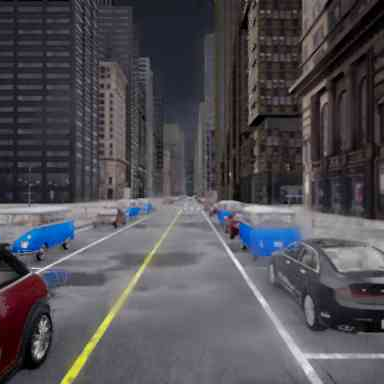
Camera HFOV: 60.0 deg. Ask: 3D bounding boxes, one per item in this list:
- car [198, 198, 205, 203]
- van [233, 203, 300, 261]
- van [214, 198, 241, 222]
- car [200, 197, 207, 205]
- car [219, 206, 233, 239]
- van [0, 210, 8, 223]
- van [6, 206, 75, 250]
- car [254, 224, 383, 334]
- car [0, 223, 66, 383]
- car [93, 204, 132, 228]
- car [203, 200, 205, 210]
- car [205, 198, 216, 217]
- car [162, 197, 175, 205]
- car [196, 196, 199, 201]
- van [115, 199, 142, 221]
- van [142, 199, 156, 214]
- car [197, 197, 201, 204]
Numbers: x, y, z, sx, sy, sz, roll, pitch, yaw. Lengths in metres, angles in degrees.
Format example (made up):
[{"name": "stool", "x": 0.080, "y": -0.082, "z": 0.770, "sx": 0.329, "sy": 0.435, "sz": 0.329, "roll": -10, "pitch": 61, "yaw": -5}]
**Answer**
[{"name": "car", "x": 2.628, "y": 2.371, "z": 90.419, "sx": 1.887, "sy": 1.381, "sz": 4.507, "roll": 0, "pitch": -1, "yaw": 0}, {"name": "van", "x": 2.745, "y": 1.450, "z": 12.464, "sx": 1.690, "sy": 1.788, "sz": 3.998, "roll": 0, "pitch": -1, "yaw": 0}, {"name": "van", "x": 2.728, "y": 1.552, "z": 23.818, "sx": 1.690, "sy": 1.788, "sz": 3.998, "roll": 0, "pitch": -1, "yaw": 0}, {"name": "car", "x": 2.694, "y": 1.732, "z": 46.527, "sx": 2.192, "sy": 1.841, "sz": 5.009, "roll": 0, "pitch": -1, "yaw": 0}, {"name": "car", "x": 2.737, "y": 1.705, "z": 18.139, "sx": 1.887, "sy": 1.381, "sz": 4.507, "roll": 0, "pitch": -1, "yaw": 0}, {"name": "van", "x": -5.771, "y": 1.404, "z": 6.764, "sx": 1.690, "sy": 1.788, "sz": 3.998, "roll": 0, "pitch": 0, "yaw": 0}, {"name": "van", "x": -5.780, "y": 1.454, "z": 12.441, "sx": 1.690, "sy": 1.788, "sz": 3.998, "roll": 0, "pitch": -1, "yaw": 0}, {"name": "car", "x": 2.754, "y": 1.610, "z": 6.784, "sx": 2.008, "sy": 1.369, "sz": 4.403, "roll": 0, "pitch": -1, "yaw": 0}, {"name": "car", "x": -3.001, "y": 1.379, "z": 2.764, "sx": 2.097, "sy": 1.767, "sz": 4.553, "roll": 0, "pitch": -1, "yaw": 0}, {"name": "car", "x": -5.797, "y": 1.796, "z": 23.793, "sx": 1.802, "sy": 1.307, "sz": 4.206, "roll": 0, "pitch": -1, "yaw": 0}, {"name": "car", "x": 2.703, "y": 1.947, "z": 40.848, "sx": 1.802, "sy": 1.307, "sz": 4.206, "roll": 0, "pitch": -1, "yaw": 0}, {"name": "car", "x": 2.711, "y": 1.753, "z": 35.171, "sx": 1.967, "sy": 1.590, "sz": 4.097, "roll": 0, "pitch": -1, "yaw": 0}, {"name": "car", "x": -5.880, "y": 2.038, "z": 79.118, "sx": 2.192, "sy": 1.841, "sz": 5.009, "roll": 0, "pitch": -1, "yaw": 0}, {"name": "car", "x": 2.637, "y": 2.323, "z": 84.778, "sx": 2.008, "sy": 1.369, "sz": 4.403, "roll": 0, "pitch": -1, "yaw": 0}, {"name": "van", "x": -5.806, "y": 1.607, "z": 29.473, "sx": 1.690, "sy": 1.788, "sz": 3.998, "roll": 0, "pitch": -1, "yaw": 0}, {"name": "van", "x": -5.823, "y": 1.710, "z": 40.827, "sx": 1.690, "sy": 1.788, "sz": 3.998, "roll": 0, "pitch": -1, "yaw": 0}, {"name": "car", "x": 2.654, "y": 2.217, "z": 73.497, "sx": 2.008, "sy": 1.369, "sz": 4.403, "roll": 0, "pitch": -1, "yaw": 0}]
